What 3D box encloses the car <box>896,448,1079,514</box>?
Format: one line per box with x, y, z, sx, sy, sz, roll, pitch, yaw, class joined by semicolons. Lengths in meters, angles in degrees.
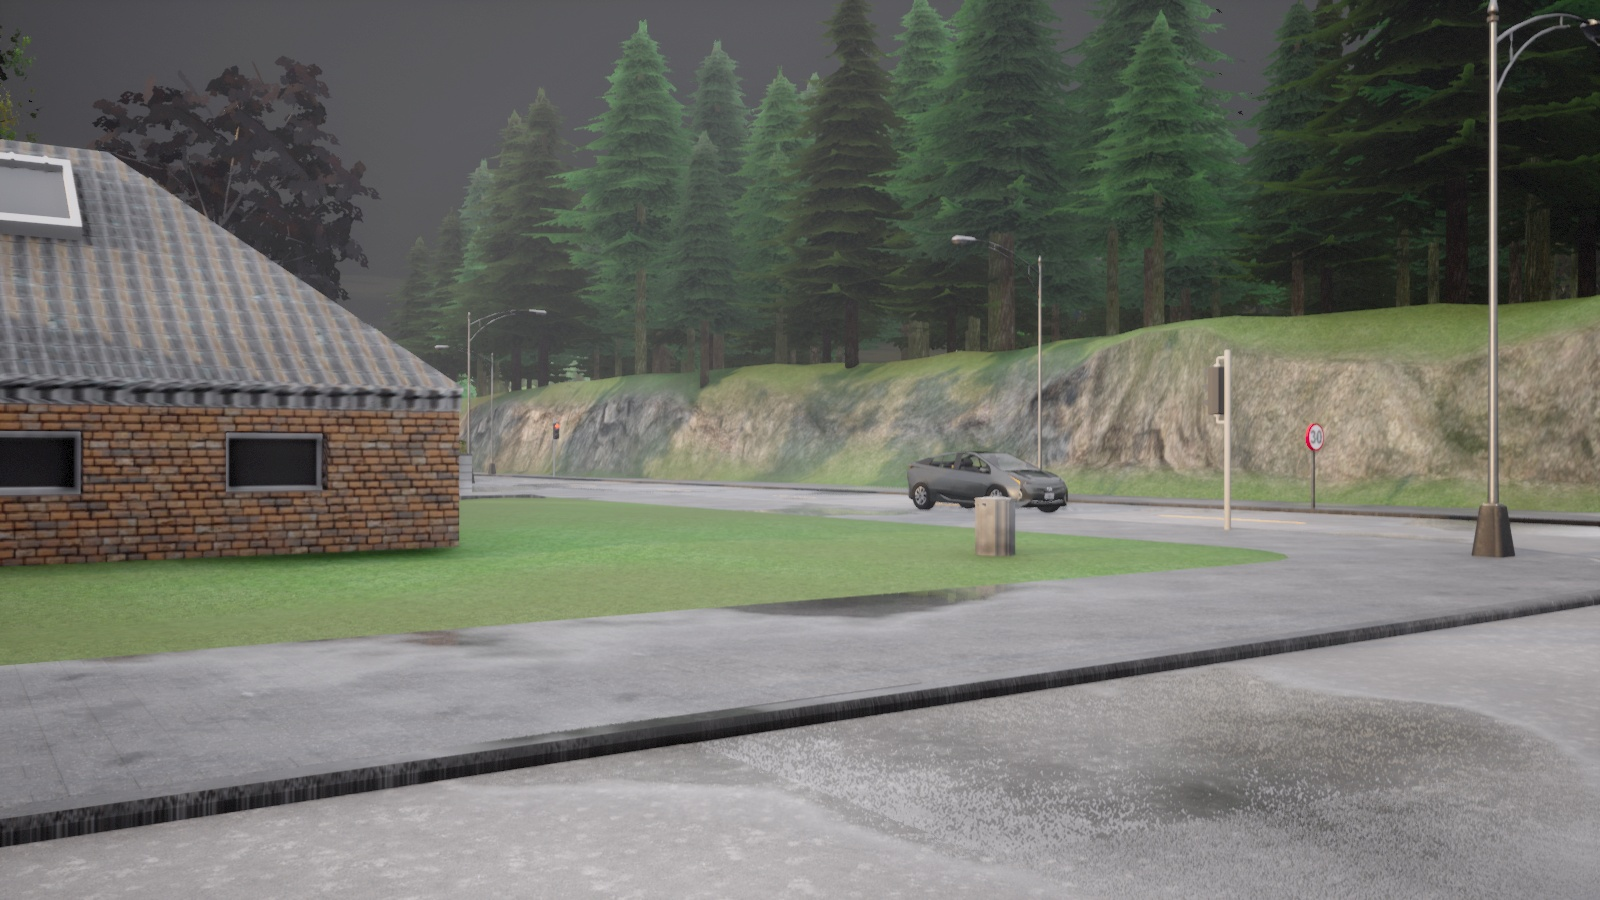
4.616;0.734;31.519;2.007;1.525;4.514;0;0;-35;car
